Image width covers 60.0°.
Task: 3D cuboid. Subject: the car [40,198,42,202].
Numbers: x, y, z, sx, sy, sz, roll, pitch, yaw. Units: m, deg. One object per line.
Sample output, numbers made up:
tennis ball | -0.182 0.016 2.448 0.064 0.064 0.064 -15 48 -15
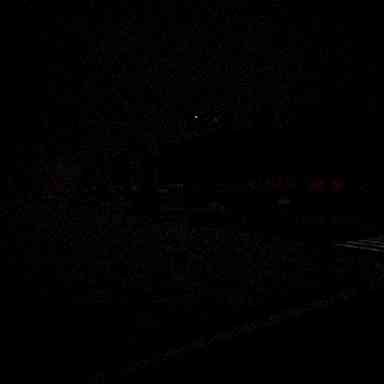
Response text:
car | -31.807 1.519 72.204 1.802 1.307 4.206 0 0 -36

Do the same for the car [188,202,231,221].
car | 1.509 1.480 26.416 1.752 1.417 4.829 0 0 -36

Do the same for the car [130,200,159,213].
car | -5.074 1.503 35.463 1.947 1.339 4.313 0 0 -36

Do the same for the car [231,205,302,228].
car | 4.951 1.513 21.686 1.887 1.381 4.507 0 0 -36

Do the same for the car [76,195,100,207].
car | -15.099 1.495 49.240 1.947 1.339 4.313 0 0 -36

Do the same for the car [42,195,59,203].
car | -28.466 1.374 67.611 1.967 1.590 4.097 0 0 -36

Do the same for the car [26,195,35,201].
car | -41.831 1.514 85.981 2.008 1.369 4.403 0 0 -36

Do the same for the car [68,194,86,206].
car | -18.441 1.245 53.833 2.192 1.841 5.009 0 0 -36
